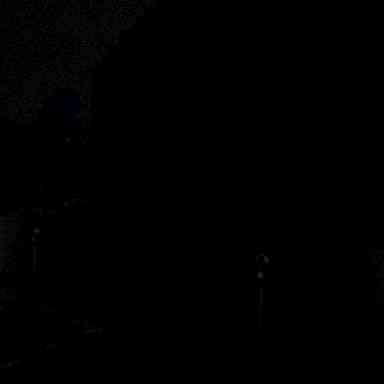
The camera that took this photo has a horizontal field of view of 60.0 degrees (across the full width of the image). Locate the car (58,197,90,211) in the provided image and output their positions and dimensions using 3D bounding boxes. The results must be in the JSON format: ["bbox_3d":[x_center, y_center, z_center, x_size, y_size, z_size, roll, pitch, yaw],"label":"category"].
[{"bbox_3d":[-13.244,1.368,38.785,1.812,1.442,4.674,1,1,36],"label":"car"}]

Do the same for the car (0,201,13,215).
[{"bbox_3d":[-19.068,1.405,30.686,1.812,1.442,4.674,1,1,34],"label":"car"}]
